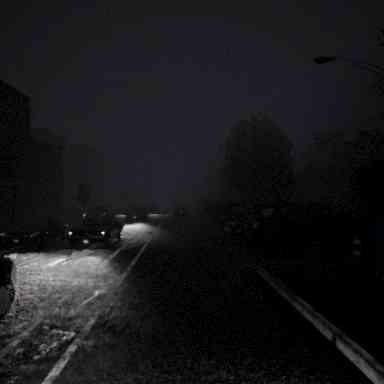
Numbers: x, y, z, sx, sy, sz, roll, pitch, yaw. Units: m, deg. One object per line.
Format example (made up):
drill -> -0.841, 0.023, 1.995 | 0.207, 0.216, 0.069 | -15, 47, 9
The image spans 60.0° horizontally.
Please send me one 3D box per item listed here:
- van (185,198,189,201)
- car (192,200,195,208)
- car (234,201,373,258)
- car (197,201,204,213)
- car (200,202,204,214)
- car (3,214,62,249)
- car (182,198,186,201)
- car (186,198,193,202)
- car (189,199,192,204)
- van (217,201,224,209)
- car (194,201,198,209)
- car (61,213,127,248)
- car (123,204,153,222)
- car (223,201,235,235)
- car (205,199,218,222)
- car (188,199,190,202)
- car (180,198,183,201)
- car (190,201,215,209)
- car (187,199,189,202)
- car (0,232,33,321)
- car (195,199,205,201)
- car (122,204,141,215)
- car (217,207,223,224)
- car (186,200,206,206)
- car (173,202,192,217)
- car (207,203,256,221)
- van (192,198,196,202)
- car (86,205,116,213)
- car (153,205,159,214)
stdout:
van -> 1.431, 2.573, 79.037 | 4.442, 1.987, 1.878 | 1, -1, -25
car -> 3.018, 2.587, 58.383 | 4.674, 1.452, 2.002 | 1, -1, -23
car -> 4.933, 1.499, 13.988 | 5.566, 2.045, 2.435 | 1, -2, -22
car -> 3.901, 2.321, 43.617 | 5.366, 1.575, 1.946 | 1, -1, -22
car -> 3.871, 2.301, 40.598 | 4.792, 1.488, 2.163 | 1, -1, -22
car -> -7.540, 1.858, 16.418 | 1.812, 1.442, 4.674 | 0, -1, -2
car -> 1.106, 2.829, 81.965 | 5.366, 1.575, 1.946 | 1, -1, -25
car -> 1.778, 2.807, 76.126 | 4.674, 1.452, 2.002 | 1, -1, -25
car -> 2.646, 2.626, 64.317 | 5.008, 1.535, 2.097 | 1, -1, -24
van -> 4.543, 1.771, 25.847 | 4.442, 1.987, 1.878 | 1, -2, -22
car -> 3.436, 2.364, 46.441 | 5.366, 1.575, 1.946 | 1, -1, -23
car -> -4.761, 1.940, 16.913 | 1.895, 1.301, 4.718 | 0, -1, -2
car -> -5.408, 2.158, 33.259 | 2.128, 1.511, 4.902 | 0, -1, -2
car -> 4.769, 1.560, 16.911 | 5.566, 2.045, 2.435 | 1, -1, -22
car -> 4.349, 1.802, 28.768 | 5.566, 2.045, 2.435 | 1, -2, -22
car -> 2.623, 2.664, 67.356 | 5.366, 1.575, 1.946 | 1, -1, -24
car -> 0.451, 2.693, 90.936 | 5.566, 2.045, 2.435 | 1, -1, -26
car -> 2.230, 2.740, 70.242 | 4.674, 1.452, 2.002 | 1, -1, -24
car -> 1.993, 2.773, 73.180 | 4.674, 1.452, 2.002 | 0, 0, -24
car -> -4.352, 1.595, 4.686 | 1.837, 1.490, 4.892 | 0, -2, -1
car -> 3.307, 2.336, 52.442 | 4.553, 1.767, 2.185 | 1, -1, -23
car -> -8.740, 2.475, 48.327 | 2.033, 1.411, 5.357 | 0, -1, -2
car -> 4.512, 1.866, 19.795 | 5.366, 1.575, 1.946 | 1, -1, -22
car -> 1.003, 2.910, 85.002 | 4.674, 1.452, 2.002 | 1, -1, -26
car -> -1.438, 2.387, 42.551 | 1.994, 1.385, 4.181 | 0, -1, -2
car -> 4.111, 2.040, 34.679 | 4.553, 1.767, 2.185 | 1, -1, -22
van -> 2.948, 2.364, 61.405 | 4.442, 1.987, 1.878 | 1, -1, -24
car -> -8.039, 1.942, 29.138 | 2.097, 1.767, 4.553 | 0, -1, -2
car -> -5.962, 2.537, 49.005 | 1.994, 1.385, 4.181 | 0, -1, -3
